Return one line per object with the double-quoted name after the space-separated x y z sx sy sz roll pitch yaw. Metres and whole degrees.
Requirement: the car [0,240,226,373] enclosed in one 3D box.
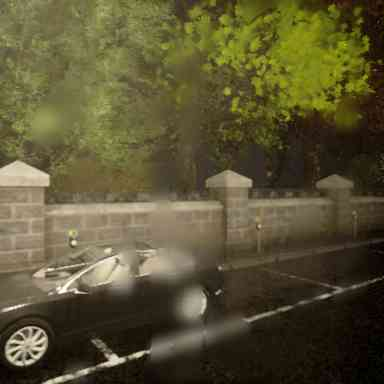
-1.427 1.546 5.543 4.403 1.369 2.008 0 0 -35 "car"
